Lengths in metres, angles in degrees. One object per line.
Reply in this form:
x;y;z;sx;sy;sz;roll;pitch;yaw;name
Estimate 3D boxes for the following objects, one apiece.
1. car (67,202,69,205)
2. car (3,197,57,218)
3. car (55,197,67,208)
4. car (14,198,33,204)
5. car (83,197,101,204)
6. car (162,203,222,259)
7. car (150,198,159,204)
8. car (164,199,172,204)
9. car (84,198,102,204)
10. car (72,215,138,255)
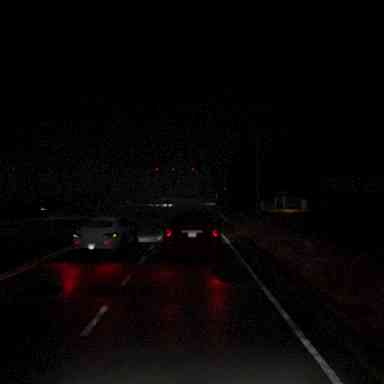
-24.899;1.853;61.120;3.866;1.878;1.905;0;-1;0;car
-16.644;1.681;33.701;4.553;1.767;2.097;0;-1;0;car
-24.956;1.817;58.226;4.605;1.855;1.932;0;-1;0;car
-42.372;2.316;83.631;3.905;1.438;1.784;0;-1;0;car
-24.919;2.075;80.743;3.866;1.878;1.905;0;-1;0;car
0.020;1.505;13.386;2.097;1.767;4.553;0;-1;0;car
-9.891;2.455;88.069;1.882;1.535;5.008;0;-1;2;car
-6.393;2.571;87.945;1.895;1.301;4.718;0;-1;2;car
-24.905;2.347;83.635;3.806;1.475;1.970;0;-1;0;car
-3.476;1.684;13.858;1.812;1.442;4.674;0;0;0;car
